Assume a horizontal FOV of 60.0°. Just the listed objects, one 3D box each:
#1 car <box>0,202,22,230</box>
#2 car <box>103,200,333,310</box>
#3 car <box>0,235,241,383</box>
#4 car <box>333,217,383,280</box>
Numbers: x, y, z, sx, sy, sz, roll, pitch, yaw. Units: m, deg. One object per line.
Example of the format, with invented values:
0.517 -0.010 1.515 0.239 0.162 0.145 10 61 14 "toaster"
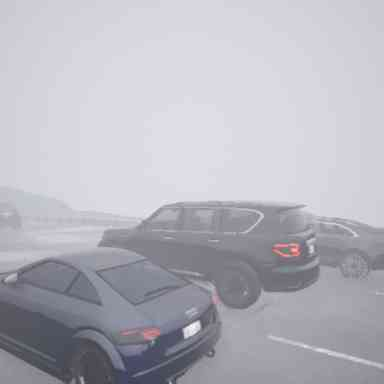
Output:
-12.312 1.348 19.857 4.553 1.767 2.097 0 0 30 "car"
0.149 1.220 8.041 5.566 2.045 2.150 0 0 34 "car"
-1.646 1.563 4.995 4.181 1.385 1.994 0 0 35 "car"
3.492 1.490 9.967 4.902 1.511 2.128 0 0 35 "car"
